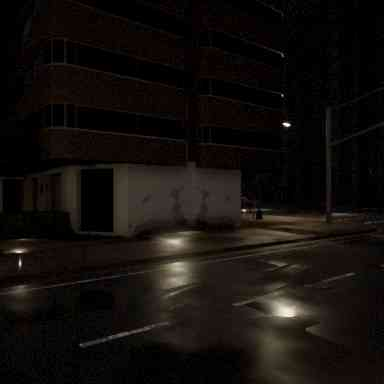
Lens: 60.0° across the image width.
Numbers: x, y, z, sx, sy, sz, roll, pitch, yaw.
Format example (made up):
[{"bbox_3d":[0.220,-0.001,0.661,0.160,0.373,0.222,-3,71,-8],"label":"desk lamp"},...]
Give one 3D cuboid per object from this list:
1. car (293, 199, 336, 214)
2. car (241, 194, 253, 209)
[{"bbox_3d":[13.222,1.525,36.014,1.812,1.442,4.674,0,0,-36],"label":"car"},{"bbox_3d":[6.205,1.477,45.703,1.882,1.535,5.008,0,0,-36],"label":"car"}]
